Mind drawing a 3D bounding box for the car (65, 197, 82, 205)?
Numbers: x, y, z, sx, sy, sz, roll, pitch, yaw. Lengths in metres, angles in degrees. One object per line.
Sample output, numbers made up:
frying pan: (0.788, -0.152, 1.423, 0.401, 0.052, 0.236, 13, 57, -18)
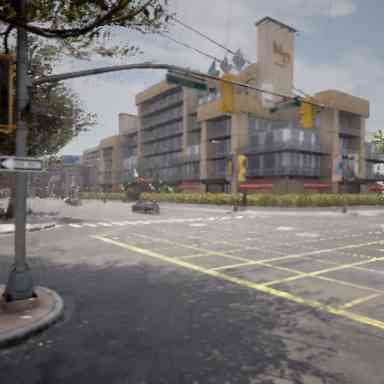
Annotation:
car: (-21.583, 1.676, 60.512, 2.033, 1.411, 5.357, 1, 0, -36)

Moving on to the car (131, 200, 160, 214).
car: (-5.312, 1.657, 37.975, 1.812, 1.442, 4.674, 1, 0, -35)
